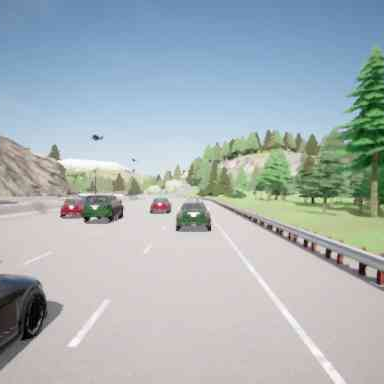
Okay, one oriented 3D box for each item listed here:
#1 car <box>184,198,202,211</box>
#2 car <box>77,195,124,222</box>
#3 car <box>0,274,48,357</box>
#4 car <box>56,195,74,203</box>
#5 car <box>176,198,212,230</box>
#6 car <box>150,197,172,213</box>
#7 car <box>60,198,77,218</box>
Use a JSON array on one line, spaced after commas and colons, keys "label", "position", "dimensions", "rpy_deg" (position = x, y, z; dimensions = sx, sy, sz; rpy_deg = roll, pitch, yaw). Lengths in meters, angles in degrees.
[{"label": "car", "position": [0.097, 1.513, 41.842], "dimensions": [2.128, 1.511, 4.902], "rpy_deg": [0, 0, 0]}, {"label": "car", "position": [-6.902, 1.235, 26.292], "dimensions": [2.150, 2.045, 5.566], "rpy_deg": [0, 0, 0]}, {"label": "car", "position": [-3.399, 1.566, 3.887], "dimensions": [1.994, 1.385, 4.181], "rpy_deg": [0, 0, 0]}, {"label": "car", "position": [-28.005, 1.501, 73.512], "dimensions": [1.882, 1.535, 5.008], "rpy_deg": [0, 0, 0]}, {"label": "car", "position": [0.096, 1.361, 21.090], "dimensions": [2.097, 1.767, 4.553], "rpy_deg": [0, 0, 0]}, {"label": "car", "position": [-3.401, 1.371, 37.276], "dimensions": [2.097, 1.767, 4.553], "rpy_deg": [0, 0, 0]}, {"label": "car", "position": [-10.402, 1.367, 30.811], "dimensions": [2.097, 1.767, 4.553], "rpy_deg": [0, 0, 0]}]
